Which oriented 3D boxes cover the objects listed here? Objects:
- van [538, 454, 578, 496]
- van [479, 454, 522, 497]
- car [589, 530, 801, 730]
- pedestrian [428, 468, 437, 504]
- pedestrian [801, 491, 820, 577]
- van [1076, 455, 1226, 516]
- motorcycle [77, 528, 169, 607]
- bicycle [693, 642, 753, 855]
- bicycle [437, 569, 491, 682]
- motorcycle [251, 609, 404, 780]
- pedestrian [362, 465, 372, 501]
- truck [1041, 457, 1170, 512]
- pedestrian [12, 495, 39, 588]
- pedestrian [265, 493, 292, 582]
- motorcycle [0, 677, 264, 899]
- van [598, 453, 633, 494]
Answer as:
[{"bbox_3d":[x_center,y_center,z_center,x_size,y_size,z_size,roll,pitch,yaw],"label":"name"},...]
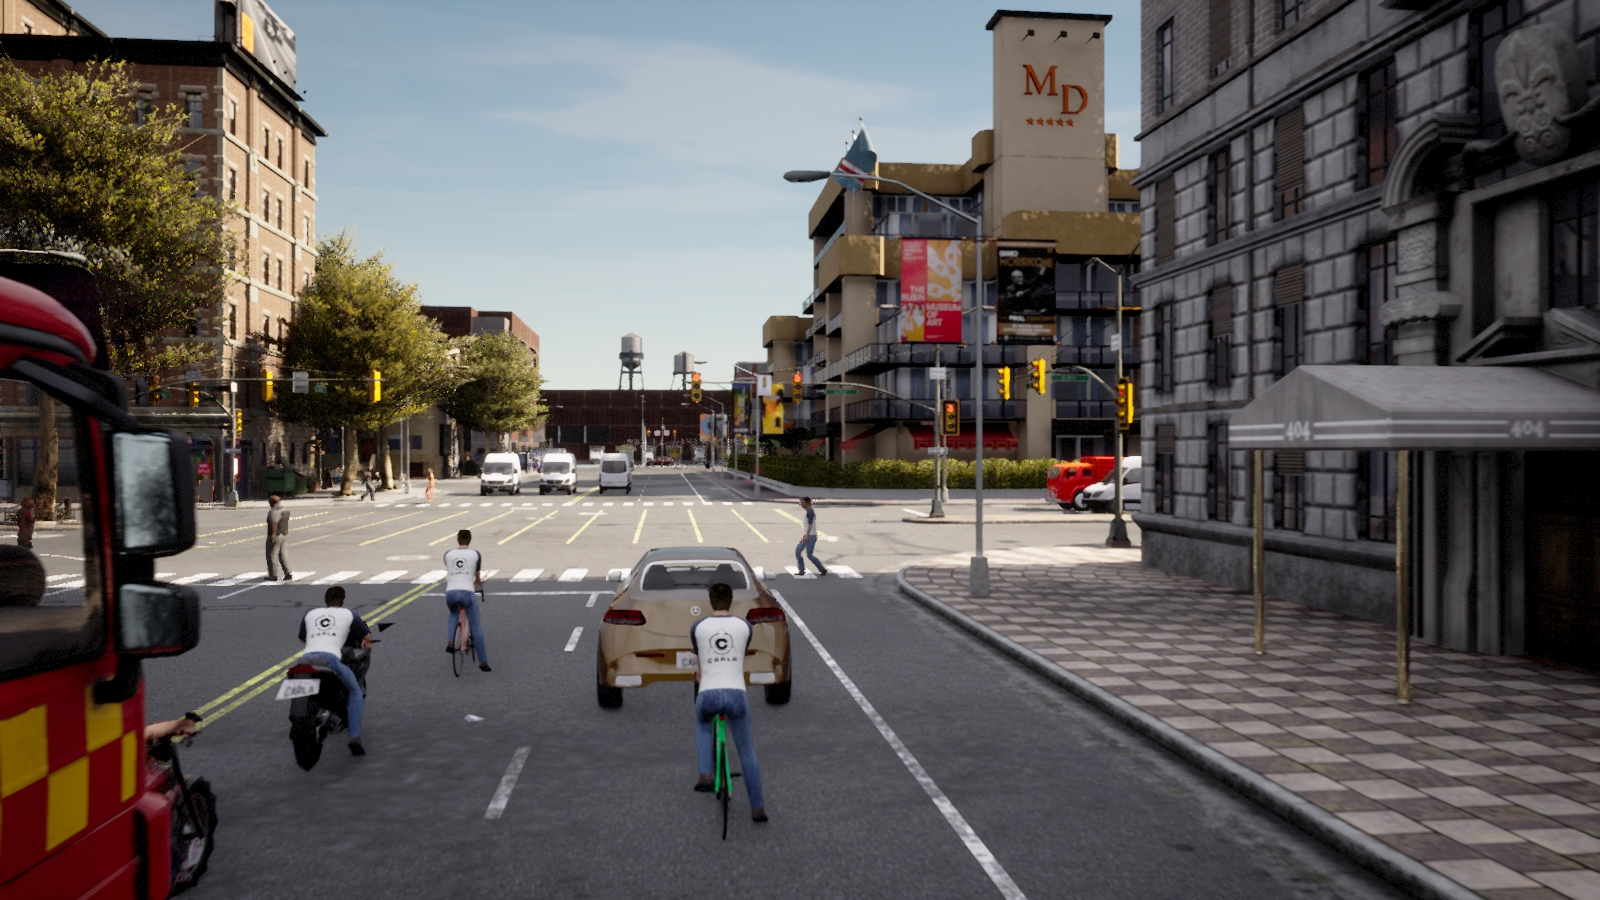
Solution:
[{"bbox_3d":[-15.325,1.522,72.645,1.988,2.561,5.915,0,0,-7],"label":"van"},{"bbox_3d":[-18.680,1.523,71.447,1.988,2.561,5.915,0,0,-9],"label":"van"},{"bbox_3d":[-1.316,1.989,14.109,2.152,1.651,5.027,0,0,-6],"label":"car"},{"bbox_3d":[-18.824,1.839,58.532,0.375,1.860,0.375,0,0,-6],"label":"pedestrian"},{"bbox_3d":[0.228,1.844,25.137,0.375,1.860,0.375,0,0,-7],"label":"pedestrian"},{"bbox_3d":[15.225,1.525,49.698,5.915,2.561,1.988,0,0,-7],"label":"van"},{"bbox_3d":[-12.886,2.201,21.817,0.867,1.251,2.209,-1,0,-13],"label":"motorcycle"},{"bbox_3d":[-0.610,2.204,8.740,0.373,1.196,1.643,0,0,-7],"label":"bicycle"},{"bbox_3d":[-4.271,2.203,14.588,0.373,1.196,1.643,0,0,-6],"label":"bicycle"},{"bbox_3d":[-4.348,2.211,10.688,0.803,1.145,2.033,0,0,-7],"label":"motorcycle"},{"bbox_3d":[-22.214,1.687,58.590,0.375,1.860,0.375,0,0,8],"label":"pedestrian"},{"bbox_3d":[14.147,1.558,53.103,5.204,2.467,2.627,0,0,-7],"label":"truck"},{"bbox_3d":[-15.725,1.845,23.205,0.375,1.860,0.375,0,0,-21],"label":"pedestrian"},{"bbox_3d":[-11.080,1.845,24.280,0.375,1.860,0.375,0,0,10],"label":"pedestrian"},{"bbox_3d":[-3.864,2.169,6.504,0.764,1.277,2.356,0,0,-7],"label":"motorcycle"},{"bbox_3d":[-12.180,1.522,75.720,1.988,2.561,5.915,0,0,-7],"label":"van"}]
